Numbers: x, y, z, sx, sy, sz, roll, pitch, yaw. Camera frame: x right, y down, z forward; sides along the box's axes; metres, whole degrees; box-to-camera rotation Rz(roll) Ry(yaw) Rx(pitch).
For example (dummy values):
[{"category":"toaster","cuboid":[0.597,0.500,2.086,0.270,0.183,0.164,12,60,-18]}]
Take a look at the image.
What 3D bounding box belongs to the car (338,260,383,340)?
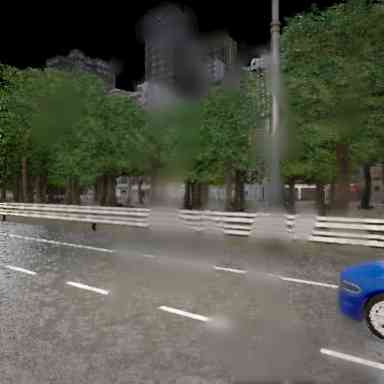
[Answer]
[{"category":"car","cuboid":[4.794,1.499,4.749,5.008,1.535,1.882,0,0,36]}]
